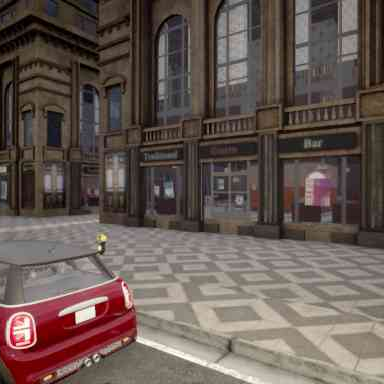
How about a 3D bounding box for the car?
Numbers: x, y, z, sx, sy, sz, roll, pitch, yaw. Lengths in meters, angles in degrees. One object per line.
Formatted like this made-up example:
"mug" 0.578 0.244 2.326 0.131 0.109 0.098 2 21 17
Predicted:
"car" -2.807 1.440 4.967 4.097 1.590 1.967 0 0 36
